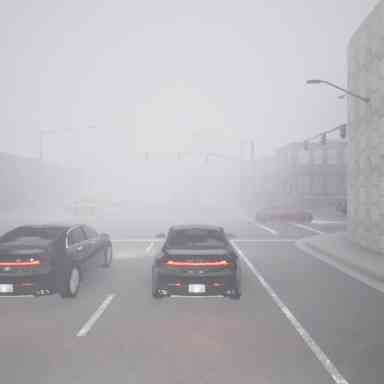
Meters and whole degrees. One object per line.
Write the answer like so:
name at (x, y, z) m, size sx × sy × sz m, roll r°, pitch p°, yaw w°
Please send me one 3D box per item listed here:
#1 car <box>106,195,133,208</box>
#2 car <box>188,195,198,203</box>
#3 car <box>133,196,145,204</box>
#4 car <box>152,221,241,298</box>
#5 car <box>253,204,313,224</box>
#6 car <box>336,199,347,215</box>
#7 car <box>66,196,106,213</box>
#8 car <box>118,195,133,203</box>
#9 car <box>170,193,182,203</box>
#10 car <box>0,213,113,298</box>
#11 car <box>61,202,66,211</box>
car at (-10.450, 1.547, 48.226) m, size 2.033 × 1.411 × 5.357 m, roll 0°, pitch 0°, yaw 1°
car at (0.206, 1.352, 68.179) m, size 2.097 × 1.767 × 4.553 m, roll 0°, pitch 0°, yaw 0°
car at (-10.332, 1.547, 64.827) m, size 2.033 × 1.411 × 5.357 m, roll 0°, pitch 0°, yaw 1°
car at (0.104, 1.505, 8.467) m, size 1.837 × 1.490 × 4.892 m, roll 0°, pitch 0°, yaw 0°
car at (6.492, 1.544, 23.990) m, size 4.181 × 1.385 × 1.994 m, roll -1°, pitch 0°, yaw 3°
car at (14.904, 0.764, 27.510) m, size 5.566 × 2.045 × 2.150 m, roll -5°, pitch 0°, yaw 0°
car at (-10.501, 1.351, 33.313) m, size 2.097 × 1.767 × 4.553 m, roll 0°, pitch 0°, yaw 0°
car at (-13.791, 1.449, 69.170) m, size 2.128 × 1.511 × 4.902 m, roll 0°, pitch 0°, yaw 0°
car at (-3.294, 1.221, 68.245) m, size 2.150 × 2.045 × 5.566 m, roll 0°, pitch 0°, yaw 0°
car at (-3.396, 1.505, 8.483) m, size 1.837 × 1.490 × 4.892 m, roll 0°, pitch 0°, yaw 0°
car at (-13.981, 1.504, 39.722) m, size 1.837 × 1.490 × 4.892 m, roll 0°, pitch 0°, yaw 0°
